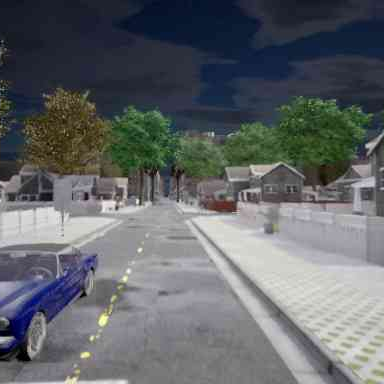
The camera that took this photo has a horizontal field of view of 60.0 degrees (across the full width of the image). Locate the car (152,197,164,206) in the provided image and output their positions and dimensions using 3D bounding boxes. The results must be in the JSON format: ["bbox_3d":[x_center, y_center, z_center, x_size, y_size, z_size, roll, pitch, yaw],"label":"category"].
[{"bbox_3d":[-8.346,2.424,79.535,2.097,1.767,4.553,0,-1,-4],"label":"car"}]

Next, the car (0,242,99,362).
[{"bbox_3d":[-3.133,1.700,6.112,1.895,1.301,4.718,0,-1,-3],"label":"car"}]
